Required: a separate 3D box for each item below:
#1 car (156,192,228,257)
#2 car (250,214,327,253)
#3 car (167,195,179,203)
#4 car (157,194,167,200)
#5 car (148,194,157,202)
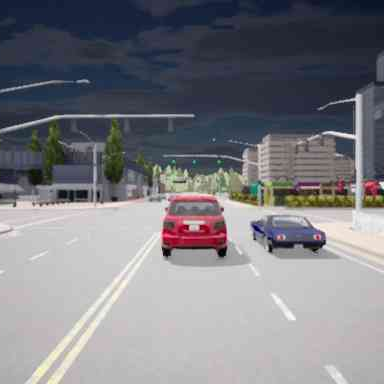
[{"bbox_3d":[0.089,1.155,12.692,2.150,2.045,5.566,0,0,0],"label":"car"},{"bbox_3d":[3.586,1.531,13.364,1.895,1.301,4.718,0,0,0],"label":"car"},{"bbox_3d":[-3.530,1.236,62.974,1.994,1.385,4.181,0,0,1],"label":"car"},{"bbox_3d":[-7.005,1.114,78.488,1.812,1.442,4.674,0,0,0],"label":"car"},{"bbox_3d":[-7.028,1.199,62.974,1.812,1.442,4.674,0,0,1],"label":"car"}]
